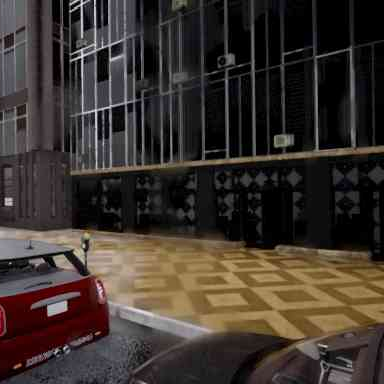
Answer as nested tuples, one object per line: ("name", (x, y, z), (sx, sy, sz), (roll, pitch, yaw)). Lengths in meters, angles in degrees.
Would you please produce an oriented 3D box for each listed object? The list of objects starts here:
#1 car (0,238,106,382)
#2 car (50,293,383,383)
("car", (-3.220, 1.442, 5.175), (4.097, 1.590, 1.967), (0, -1, 35))
("car", (1.387, 1.551, 1.899), (4.403, 1.369, 2.008), (0, -1, 35))
